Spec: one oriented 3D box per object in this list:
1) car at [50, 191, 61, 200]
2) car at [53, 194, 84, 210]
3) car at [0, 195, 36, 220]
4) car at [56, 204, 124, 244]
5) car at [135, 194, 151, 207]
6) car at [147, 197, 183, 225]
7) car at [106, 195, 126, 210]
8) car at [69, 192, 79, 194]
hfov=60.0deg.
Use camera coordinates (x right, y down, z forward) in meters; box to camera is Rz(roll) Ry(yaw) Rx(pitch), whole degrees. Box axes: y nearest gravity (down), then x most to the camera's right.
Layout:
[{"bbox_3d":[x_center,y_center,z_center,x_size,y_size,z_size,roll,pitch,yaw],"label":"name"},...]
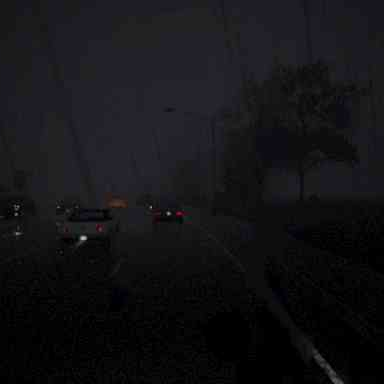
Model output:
[{"bbox_3d":[-26.406,0.622,64.223,1.882,1.535,5.008,0,1,-26],"label":"car"},{"bbox_3d":[-10.163,1.160,28.125,1.812,1.442,4.674,0,1,-12],"label":"car"},{"bbox_3d":[-12.991,1.038,24.212,2.097,1.767,4.553,0,1,-11],"label":"car"},{"bbox_3d":[-4.329,1.410,14.719,1.895,1.301,4.718,0,1,-6],"label":"car"},{"bbox_3d":[-5.986,0.958,41.093,2.128,1.511,4.902,0,1,-16],"label":"car"},{"bbox_3d":[-1.697,1.266,21.582,2.033,1.411,5.357,0,1,-8],"label":"car"},{"bbox_3d":[-7.898,1.025,34.766,1.882,1.535,5.008,0,1,-14],"label":"car"},{"bbox_3d":[-23.931,0.662,67.063,1.994,1.385,4.181,0,1,-28],"label":"car"}]
